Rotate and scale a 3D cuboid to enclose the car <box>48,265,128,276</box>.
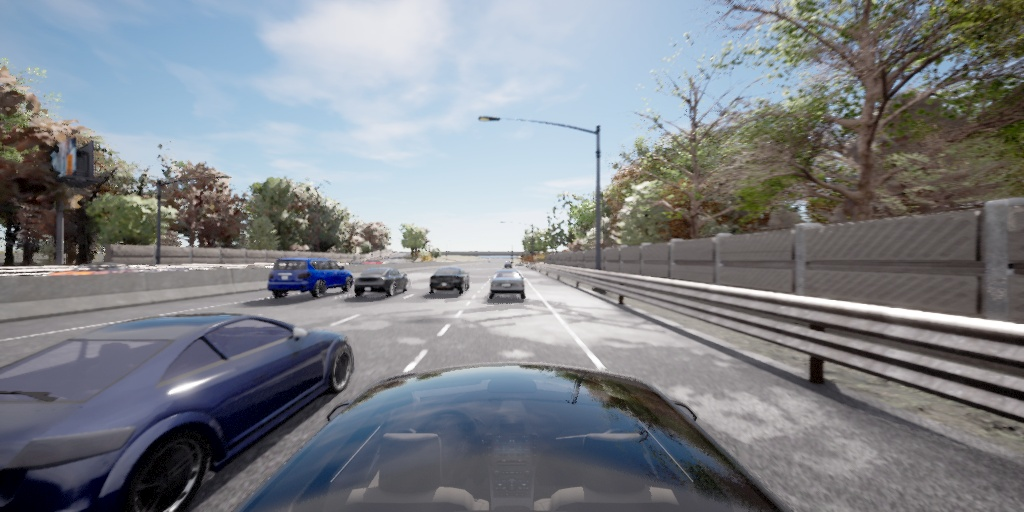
[{"bbox_3d":[-24.886,1.469,22.766,2.033,1.411,5.357,0,-1,-1],"label":"car"}]

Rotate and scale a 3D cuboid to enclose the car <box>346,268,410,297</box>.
[{"bbox_3d":[-7.160,1.417,20.135,1.837,1.490,4.892,0,-1,-1],"label":"car"}]

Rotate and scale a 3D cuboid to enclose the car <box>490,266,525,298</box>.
[{"bbox_3d":[-0.257,1.462,19.713,2.033,1.411,5.357,0,-1,-1],"label":"car"}]

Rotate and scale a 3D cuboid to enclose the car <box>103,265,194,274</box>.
[{"bbox_3d":[-21.383,1.468,22.438,2.033,1.411,5.357,0,-1,-1],"label":"car"}]

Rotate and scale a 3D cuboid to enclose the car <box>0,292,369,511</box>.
[{"bbox_3d":[-3.485,1.332,4.064,1.994,1.385,4.181,0,-1,-1],"label":"car"}]

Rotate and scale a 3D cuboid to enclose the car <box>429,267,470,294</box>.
[{"bbox_3d":[-3.675,1.408,21.777,1.882,1.535,5.008,0,-1,-1],"label":"car"}]

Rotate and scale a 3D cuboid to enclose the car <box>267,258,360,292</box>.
[{"bbox_3d":[-10.652,1.124,19.449,2.150,2.045,5.566,0,-1,-1],"label":"car"}]

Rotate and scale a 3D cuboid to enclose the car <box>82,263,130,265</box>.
[{"bbox_3d":[-28.397,1.286,24.410,2.097,1.767,4.553,0,-1,-1],"label":"car"}]
